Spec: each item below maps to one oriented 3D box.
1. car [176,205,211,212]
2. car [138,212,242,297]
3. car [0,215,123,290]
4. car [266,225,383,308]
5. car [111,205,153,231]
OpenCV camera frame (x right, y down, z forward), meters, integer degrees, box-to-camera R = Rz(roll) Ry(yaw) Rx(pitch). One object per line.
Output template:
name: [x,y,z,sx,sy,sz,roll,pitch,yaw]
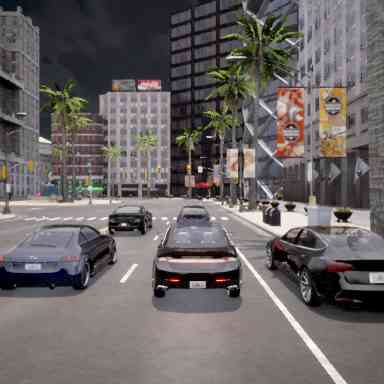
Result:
car: [0.101,1.505,18.799,1.837,1.490,4.892,0,0,0]
car: [0.101,1.492,8.544,2.128,1.511,4.902,0,0,0]
car: [-3.397,1.564,9.101,1.994,1.385,4.181,0,0,0]
car: [3.192,1.513,8.023,2.161,1.482,4.786,0,0,-1]
car: [-3.400,1.478,19.070,1.882,1.535,5.008,0,0,0]
